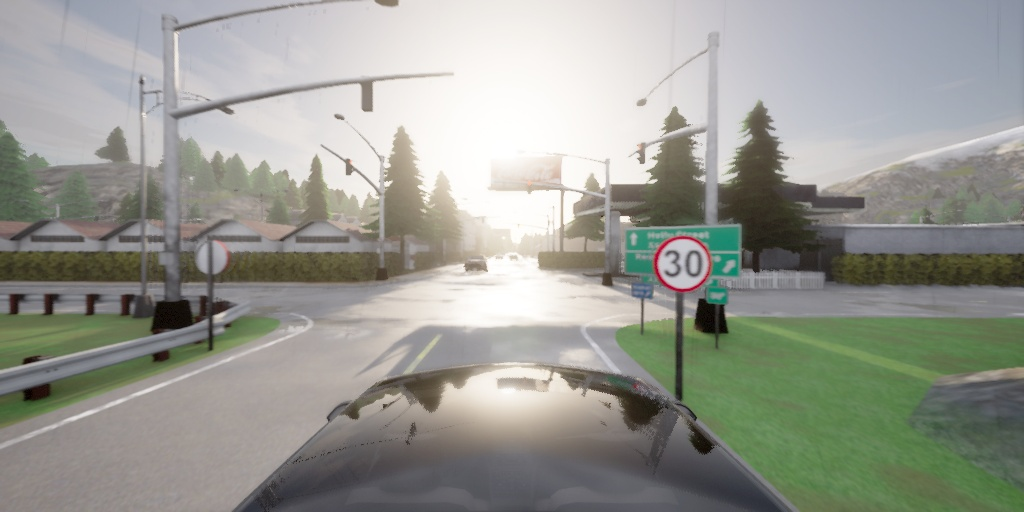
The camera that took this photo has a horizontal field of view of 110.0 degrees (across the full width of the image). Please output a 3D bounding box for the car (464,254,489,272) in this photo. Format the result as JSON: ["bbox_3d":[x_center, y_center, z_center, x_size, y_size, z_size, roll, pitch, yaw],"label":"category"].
[{"bbox_3d":[-3.442,0.636,35.536,2.097,1.767,4.553,0,0,0],"label":"car"}]
